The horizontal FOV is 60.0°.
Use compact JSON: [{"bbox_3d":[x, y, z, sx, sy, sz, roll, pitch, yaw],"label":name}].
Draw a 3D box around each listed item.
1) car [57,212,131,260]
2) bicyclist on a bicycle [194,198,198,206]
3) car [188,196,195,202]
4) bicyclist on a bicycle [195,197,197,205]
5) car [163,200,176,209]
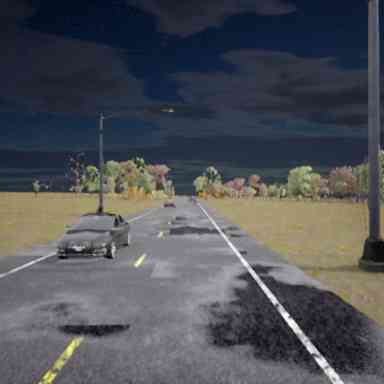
[{"bbox_3d":[-3.614,1.604,13.012,1.837,1.490,4.892,0,0,0],"label":"car"},{"bbox_3d":[0.889,1.926,65.695,0.866,1.612,1.509,0,0,0],"label":"bicyclist on a bicycle"},{"bbox_3d":[-0.098,2.107,93.489,1.812,1.442,4.674,0,0,0],"label":"car"},{"bbox_3d":[0.885,2.007,74.696,0.582,1.620,1.656,0,-1,0],"label":"bicyclist on a bicycle"},{"bbox_3d":[-3.620,2.007,54.247,1.895,1.301,4.718,0,0,0],"label":"car"}]
